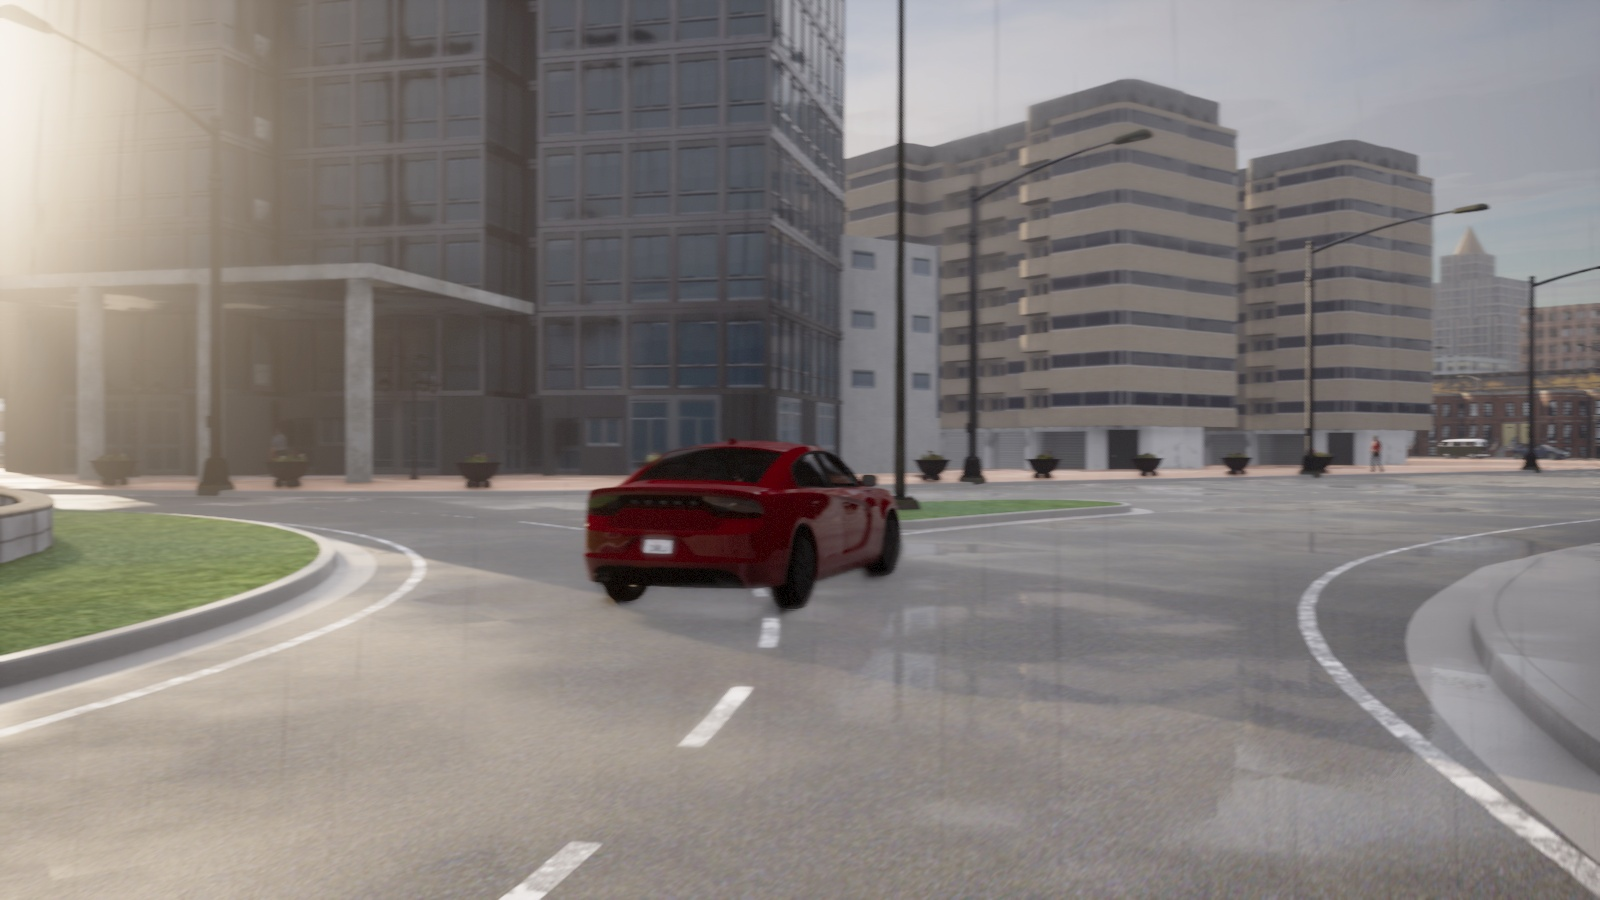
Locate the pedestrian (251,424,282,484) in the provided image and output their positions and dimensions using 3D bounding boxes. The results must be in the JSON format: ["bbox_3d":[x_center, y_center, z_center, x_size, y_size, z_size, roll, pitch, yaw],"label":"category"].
[{"bbox_3d":[-16.630,0.113,39.129,0.694,1.848,0.540,0,0,19],"label":"pedestrian"}]

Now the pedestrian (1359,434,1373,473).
[{"bbox_3d":[26.798,0.171,59.451,0.636,1.846,0.331,0,0,-37],"label":"pedestrian"}]

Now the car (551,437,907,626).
[{"bbox_3d":[-0.440,0.648,12.871,1.882,1.535,5.008,0,0,19],"label":"car"}]
